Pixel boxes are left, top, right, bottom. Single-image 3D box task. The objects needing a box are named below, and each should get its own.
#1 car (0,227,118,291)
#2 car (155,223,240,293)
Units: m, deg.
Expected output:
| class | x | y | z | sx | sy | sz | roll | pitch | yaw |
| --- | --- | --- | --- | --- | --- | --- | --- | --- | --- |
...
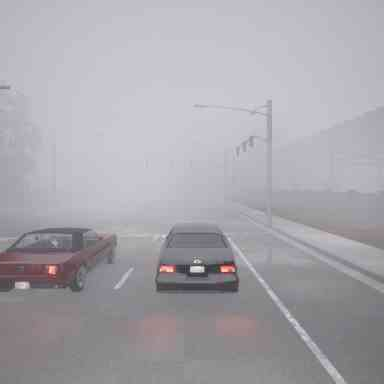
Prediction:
| class | x | y | z | sx | sy | sz | roll | pitch | yaw |
| --- | --- | --- | --- | --- | --- | --- | --- | --- | --- |
| car | -3.386 | 1.597 | 8.927 | 1.895 | 1.301 | 4.718 | 0 | 0 | 1 |
| car | 0.104 | 1.547 | 8.977 | 2.033 | 1.411 | 5.357 | 0 | 0 | 0 |
